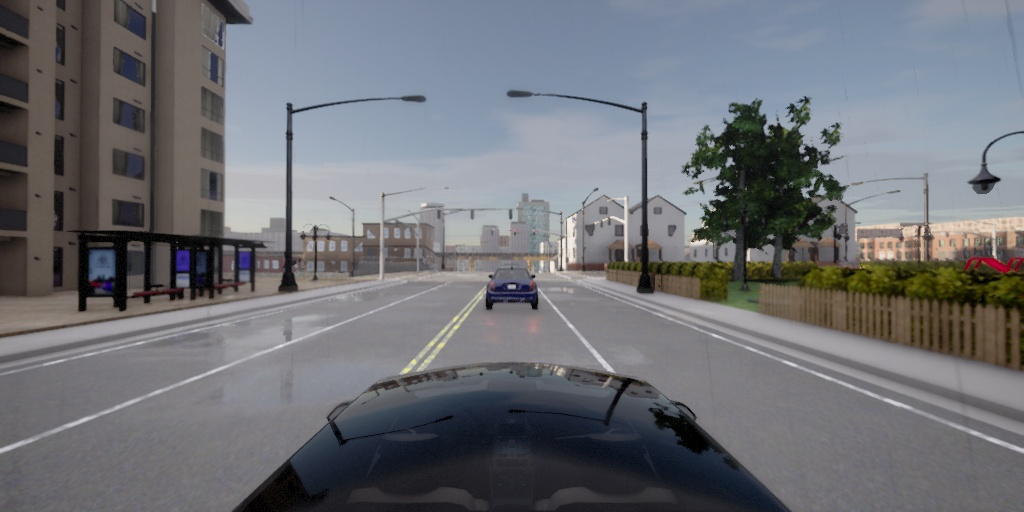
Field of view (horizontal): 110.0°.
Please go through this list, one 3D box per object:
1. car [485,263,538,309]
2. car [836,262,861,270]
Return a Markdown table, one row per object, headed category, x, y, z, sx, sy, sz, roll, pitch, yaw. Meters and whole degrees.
| category | x | y | z | sx | sy | sz | roll | pitch | yaw |
| --- | --- | --- | --- | --- | --- | --- | --- | --- | --- |
| car | 0.002 | 1.234 | 15.938 | 2.097 | 1.767 | 4.553 | 0 | -1 | 0 |
| car | 41.107 | 1.488 | 42.729 | 4.553 | 1.767 | 2.097 | 0 | -1 | -1 |
